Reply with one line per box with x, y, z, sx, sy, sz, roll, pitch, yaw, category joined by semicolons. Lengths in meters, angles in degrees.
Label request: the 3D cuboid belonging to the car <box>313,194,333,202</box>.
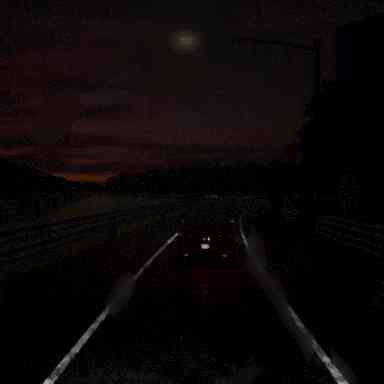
31.686;1.465;80.513;5.566;2.045;2.150;1;0;-31;car

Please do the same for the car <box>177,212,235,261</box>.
0.570;1.481;12.462;1.882;1.535;5.008;0;0;4;car

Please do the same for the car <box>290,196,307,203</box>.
23.782;1.655;74.175;5.008;1.535;1.882;0;0;-40;car
